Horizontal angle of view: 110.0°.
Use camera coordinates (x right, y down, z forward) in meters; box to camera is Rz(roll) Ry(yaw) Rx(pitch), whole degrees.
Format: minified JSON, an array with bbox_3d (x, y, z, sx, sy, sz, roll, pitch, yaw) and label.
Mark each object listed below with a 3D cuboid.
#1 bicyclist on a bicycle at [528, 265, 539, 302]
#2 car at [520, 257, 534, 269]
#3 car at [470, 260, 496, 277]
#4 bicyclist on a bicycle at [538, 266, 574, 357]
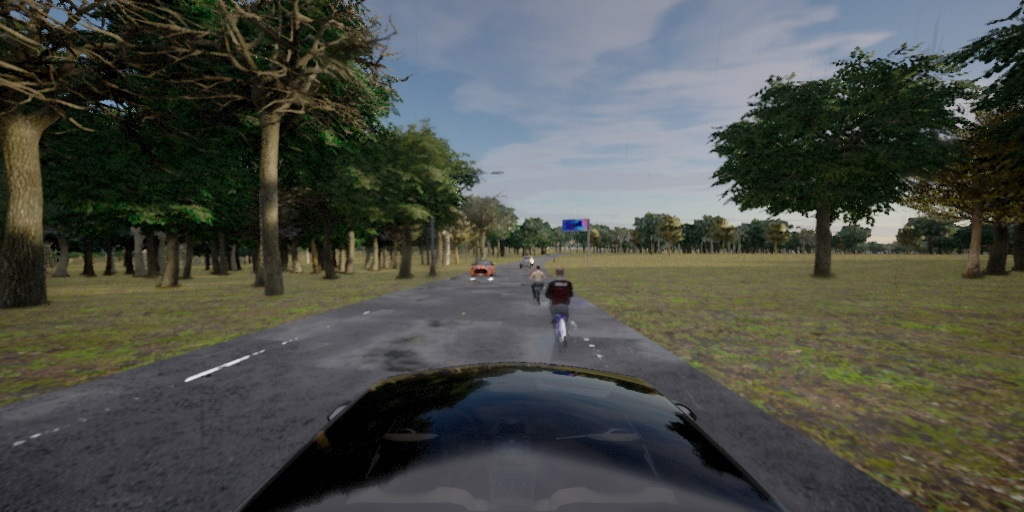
[{"bbox_3d":[1.108,1.206,15.307,0.866,1.612,1.509,0,-1,1],"label":"bicyclist on a bicycle"},{"bbox_3d":[2.296,1.302,60.221,2.128,1.511,4.902,0,0,4],"label":"car"},{"bbox_3d":[-2.821,1.158,35.633,2.097,1.767,4.553,0,0,2],"label":"car"},{"bbox_3d":[1.006,1.126,7.689,0.659,1.776,1.843,0,0,1],"label":"bicyclist on a bicycle"}]
